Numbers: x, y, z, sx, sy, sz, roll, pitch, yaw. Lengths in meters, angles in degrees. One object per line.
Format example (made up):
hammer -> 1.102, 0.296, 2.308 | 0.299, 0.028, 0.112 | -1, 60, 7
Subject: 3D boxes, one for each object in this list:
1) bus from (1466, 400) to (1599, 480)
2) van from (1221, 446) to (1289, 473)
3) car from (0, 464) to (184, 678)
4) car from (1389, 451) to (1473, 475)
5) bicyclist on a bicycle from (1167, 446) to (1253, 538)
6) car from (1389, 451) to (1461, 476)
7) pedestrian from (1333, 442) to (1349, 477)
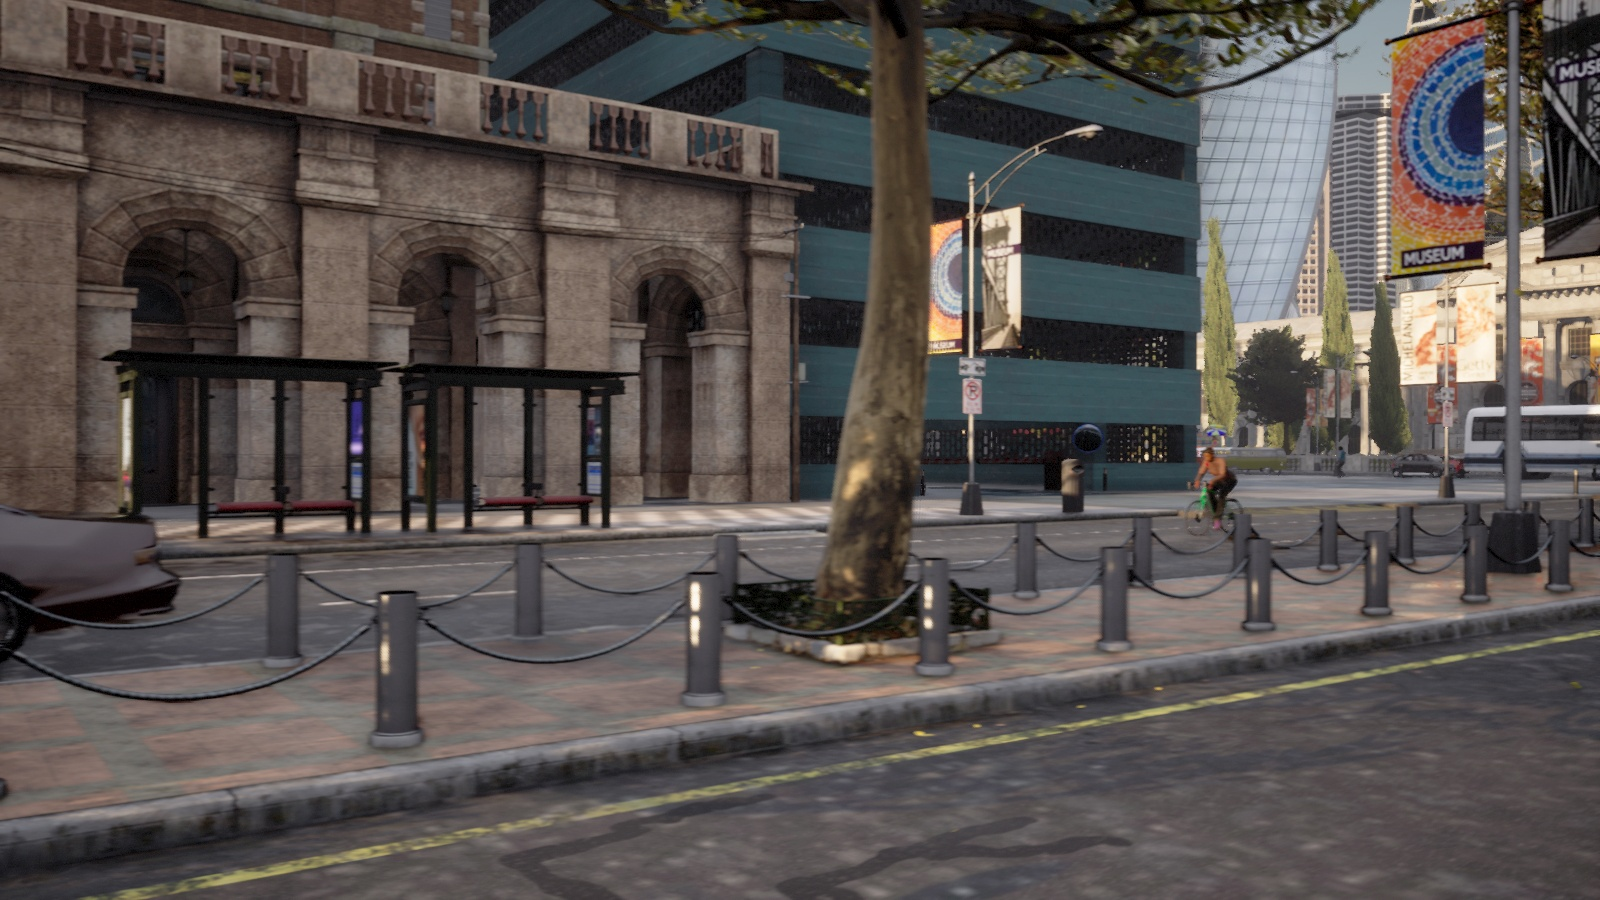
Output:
bus -> 42.928, -0.529, 69.215 | 3.944, 4.253, 10.273 | 0, 0, -35
van -> 33.813, 0.682, 93.485 | 1.775, 1.987, 4.442 | 0, 0, -42
car -> -7.224, 0.828, 8.354 | 5.357, 1.411, 2.033 | 0, 0, -35
car -> 41.713, 0.834, 83.086 | 2.007, 1.525, 4.514 | 0, 0, -35
bicyclist on a bicycle -> 7.508, 0.745, 22.982 | 1.656, 1.620, 0.582 | -1, 0, -34
car -> 39.729, 0.861, 79.852 | 1.789, 1.549, 3.705 | 0, 0, -35
pedestrian -> 30.219, 0.531, 70.114 | 0.396, 1.930, 0.692 | 0, 0, -37
